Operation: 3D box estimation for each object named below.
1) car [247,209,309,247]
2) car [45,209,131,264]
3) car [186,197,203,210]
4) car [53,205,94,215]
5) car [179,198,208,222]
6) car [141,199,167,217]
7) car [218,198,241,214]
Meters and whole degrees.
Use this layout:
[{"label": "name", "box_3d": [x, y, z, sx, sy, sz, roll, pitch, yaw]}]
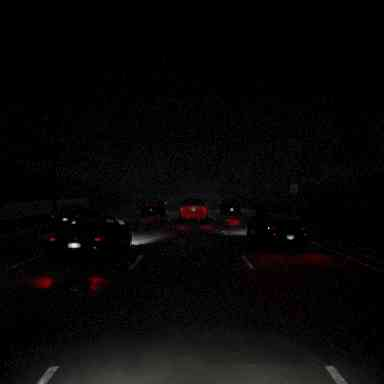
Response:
[{"label": "car", "box_3d": [3.598, 1.456, 14.449, 1.812, 1.442, 4.674, 0, 0, 0]}, {"label": "car", "box_3d": [-3.401, 1.508, 11.599, 1.994, 1.385, 4.181, 0, 0, 0]}, {"label": "car", "box_3d": [0.417, 1.366, 41.427, 1.994, 1.385, 4.181, 0, 0, 2]}, {"label": "car", "box_3d": [-6.902, 1.468, 20.047, 1.994, 1.385, 4.181, 0, 0, 0]}, {"label": "car", "box_3d": [0.103, 1.232, 25.218, 2.097, 1.767, 4.553, 0, 0, 0]}, {"label": "car", "box_3d": [-3.365, 1.333, 30.051, 1.882, 1.535, 5.008, 0, 0, 1]}, {"label": "car", "box_3d": [3.675, 1.347, 32.800, 1.837, 1.490, 4.892, 0, 0, 1]}]
